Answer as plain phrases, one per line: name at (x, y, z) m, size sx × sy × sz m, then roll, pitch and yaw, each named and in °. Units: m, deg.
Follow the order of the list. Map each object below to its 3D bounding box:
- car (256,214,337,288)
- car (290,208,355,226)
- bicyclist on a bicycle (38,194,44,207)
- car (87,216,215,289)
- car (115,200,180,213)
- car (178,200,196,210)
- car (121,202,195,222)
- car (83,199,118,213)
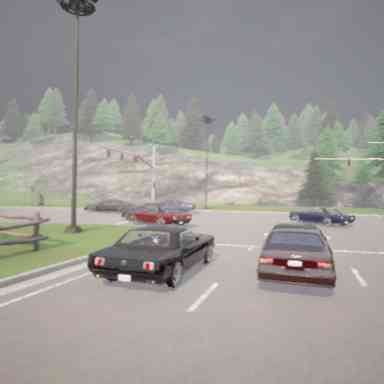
car at (2.990, 1.617, 9.615) m, size 2.033 × 1.411 × 5.357 m, roll 1°, pitch 0°, yaw 18°
car at (9.639, 1.814, 25.140) m, size 1.895 × 1.301 × 4.718 m, roll 1°, pitch 0°, yaw -31°
bicyclist on a bicycle at (-19.112, 1.030, 42.103) m, size 0.582 × 1.620 × 1.656 m, roll 1°, pitch 0°, yaw -2°
car at (-0.762, 1.603, 9.345) m, size 1.895 × 1.301 × 4.718 m, roll 1°, pitch 0°, yaw 18°
car at (-3.504, 1.545, 26.436) m, size 4.181 × 1.385 × 1.994 m, roll 1°, pitch 0°, yaw 17°
car at (-2.271, 1.568, 37.435) m, size 5.357 × 1.411 × 2.033 m, roll 1°, pitch 0°, yaw 13°
car at (-2.354, 1.595, 22.325) m, size 4.718 × 1.301 × 1.895 m, roll 1°, pitch 0°, yaw 42°
car at (-8.428, 1.454, 34.651) m, size 5.357 × 1.411 × 2.033 m, roll 1°, pitch 0°, yaw 1°
